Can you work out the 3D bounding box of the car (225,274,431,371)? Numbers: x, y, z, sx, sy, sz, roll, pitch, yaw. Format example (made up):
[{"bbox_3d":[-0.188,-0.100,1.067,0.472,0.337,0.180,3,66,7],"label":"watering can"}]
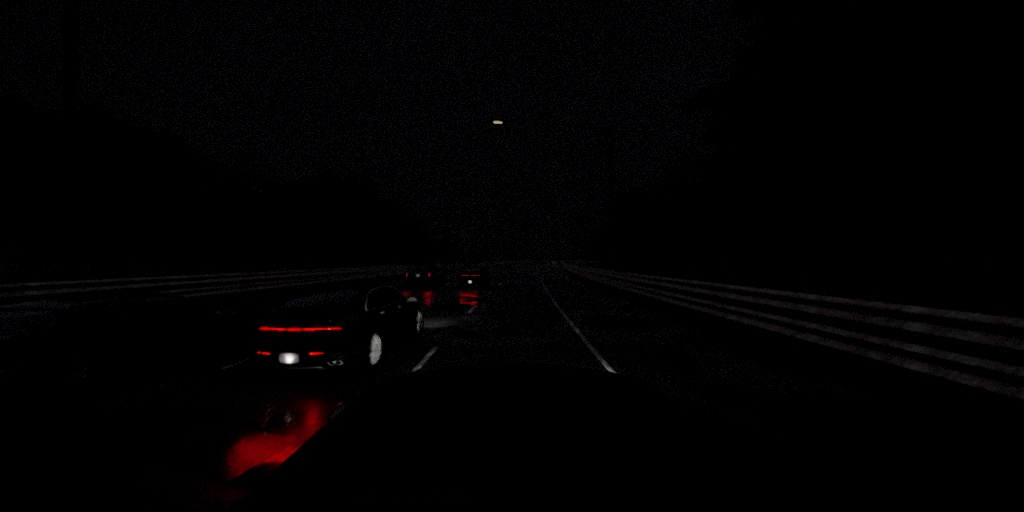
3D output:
[{"bbox_3d":[-3.335,1.317,7.835,1.837,1.490,4.892,0,-1,1],"label":"car"}]

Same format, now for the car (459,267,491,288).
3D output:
[{"bbox_3d":[-2.707,1.520,26.621,1.837,1.490,4.892,0,-1,3],"label":"car"}]

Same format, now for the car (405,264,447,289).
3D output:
[{"bbox_3d":[-6.228,1.357,26.235,2.097,1.767,4.553,0,-1,3],"label":"car"}]

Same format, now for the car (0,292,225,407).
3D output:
[{"bbox_3d":[-6.866,1.336,6.226,2.033,1.411,5.357,0,-1,1],"label":"car"}]
